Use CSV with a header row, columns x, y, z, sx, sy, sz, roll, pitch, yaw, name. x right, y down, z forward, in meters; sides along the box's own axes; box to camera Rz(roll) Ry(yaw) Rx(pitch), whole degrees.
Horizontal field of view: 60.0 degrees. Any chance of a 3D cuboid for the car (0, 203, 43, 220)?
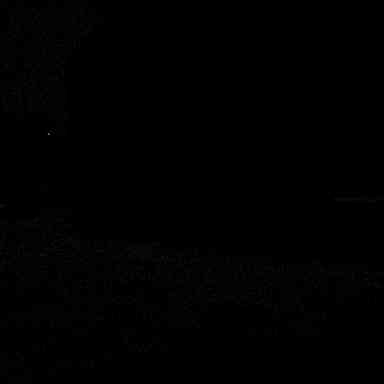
x,y,z,sx,sy,sz,roll,pitch,yaw,name
-14.826,1.576,27.341,1.752,1.417,4.829,-1,-1,36,car
